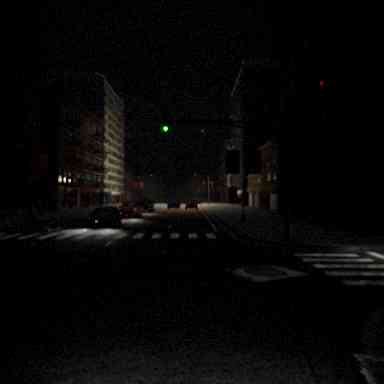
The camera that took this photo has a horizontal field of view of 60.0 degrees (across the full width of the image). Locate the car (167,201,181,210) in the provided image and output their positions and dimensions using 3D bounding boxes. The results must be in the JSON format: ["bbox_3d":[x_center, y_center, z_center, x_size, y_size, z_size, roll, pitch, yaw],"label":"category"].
[{"bbox_3d":[-3.198,2.207,57.435,1.882,1.535,5.008,0,-1,0],"label":"car"}]

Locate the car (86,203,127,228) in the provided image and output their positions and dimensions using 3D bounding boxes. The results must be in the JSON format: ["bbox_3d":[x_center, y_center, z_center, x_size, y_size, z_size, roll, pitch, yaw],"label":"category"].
[{"bbox_3d":[-6.621,1.833,25.449,1.837,1.490,4.892,0,-1,0],"label":"car"}]

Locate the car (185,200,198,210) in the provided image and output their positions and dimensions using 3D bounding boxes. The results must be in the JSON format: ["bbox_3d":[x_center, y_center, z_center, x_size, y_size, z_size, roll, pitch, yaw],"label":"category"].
[{"bbox_3d":[-0.046,2.063,55.996,2.097,1.767,4.553,0,-1,0],"label":"car"}]

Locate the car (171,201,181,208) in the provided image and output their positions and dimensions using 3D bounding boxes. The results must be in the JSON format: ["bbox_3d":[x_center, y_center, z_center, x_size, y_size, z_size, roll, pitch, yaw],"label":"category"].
[{"bbox_3d":[-3.221,2.458,67.586,1.895,1.301,4.718,0,-1,0],"label":"car"}]

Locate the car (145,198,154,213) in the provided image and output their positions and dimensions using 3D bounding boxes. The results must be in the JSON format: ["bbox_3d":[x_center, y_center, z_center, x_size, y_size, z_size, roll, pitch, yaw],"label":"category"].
[{"bbox_3d":[-6.630,1.824,47.334,2.150,2.045,5.566,0,-1,0],"label":"car"}]

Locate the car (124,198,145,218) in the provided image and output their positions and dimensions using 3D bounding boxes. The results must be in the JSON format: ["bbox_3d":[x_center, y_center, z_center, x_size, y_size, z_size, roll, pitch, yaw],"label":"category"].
[{"bbox_3d":[-6.632,1.807,35.543,2.097,1.767,4.553,0,-1,-1],"label":"car"}]

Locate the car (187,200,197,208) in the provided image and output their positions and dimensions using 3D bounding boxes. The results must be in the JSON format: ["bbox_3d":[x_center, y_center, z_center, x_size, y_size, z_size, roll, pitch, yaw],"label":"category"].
[{"bbox_3d":[-0.054,2.315,66.027,1.882,1.535,5.008,0,-1,0],"label":"car"}]
